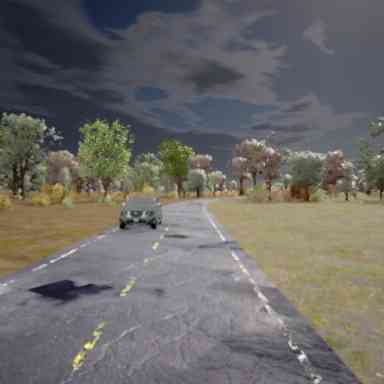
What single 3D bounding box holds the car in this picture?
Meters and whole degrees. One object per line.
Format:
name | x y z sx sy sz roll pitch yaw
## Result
car | -3.106 1.209 21.208 2.150 2.045 5.566 0 0 0
